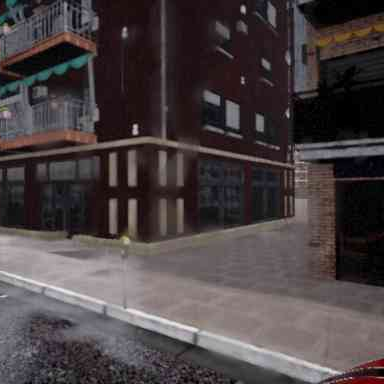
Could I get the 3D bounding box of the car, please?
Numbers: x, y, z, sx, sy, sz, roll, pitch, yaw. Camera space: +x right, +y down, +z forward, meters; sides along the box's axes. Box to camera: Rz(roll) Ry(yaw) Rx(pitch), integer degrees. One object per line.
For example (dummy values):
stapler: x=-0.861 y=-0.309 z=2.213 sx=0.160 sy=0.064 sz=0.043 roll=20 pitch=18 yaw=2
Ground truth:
car: x=2.240 y=1.448 z=1.137 sx=4.097 sy=1.590 sz=1.967 roll=0 pitch=0 yaw=35
